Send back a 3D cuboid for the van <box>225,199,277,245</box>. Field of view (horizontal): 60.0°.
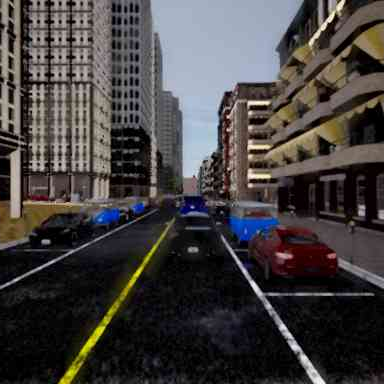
[{"bbox_3d":[2.685,1.349,15.156,1.690,1.788,3.998,0,0,0],"label":"van"}]

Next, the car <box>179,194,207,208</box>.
[{"bbox_3d":[0.058,1.241,27.818,2.150,2.045,5.566,0,0,0],"label":"car"}]

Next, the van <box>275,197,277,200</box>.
[{"bbox_3d":[16.910,1.753,59.785,3.998,1.788,1.690,1,-1,0],"label":"van"}]

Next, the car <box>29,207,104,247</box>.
[{"bbox_3d":[-5.695,1.574,15.153,1.947,1.339,4.313,0,0,0],"label":"car"}]

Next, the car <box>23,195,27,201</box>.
[{"bbox_3d":[-32.297,0.777,59.796,5.009,1.841,2.192,1,-1,0],"label":"car"}]

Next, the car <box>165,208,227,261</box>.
[{"bbox_3d":[0.059,1.508,12.296,1.837,1.490,4.892,0,-1,0],"label":"car"}]

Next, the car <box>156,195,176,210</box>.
[{"bbox_3d":[-3.092,1.508,42.668,1.882,1.535,5.008,0,0,0],"label":"car"}]

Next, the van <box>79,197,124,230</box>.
[{"bbox_3d":[-5.698,1.353,20.802,1.690,1.788,3.998,0,0,0],"label":"van"}]

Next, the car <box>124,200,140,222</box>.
[{"bbox_3d":[-5.700,1.567,26.450,2.008,1.369,4.403,0,0,0],"label":"car"}]

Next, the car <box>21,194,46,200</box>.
[{"bbox_3d":[-32.385,1.038,68.170,4.206,1.307,1.802,1,-1,0],"label":"car"}]

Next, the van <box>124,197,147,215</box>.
[{"bbox_3d":[-5.701,1.362,32.099,1.690,1.788,3.998,0,0,0],"label":"van"}]

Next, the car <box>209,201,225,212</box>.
[{"bbox_3d":[2.679,1.572,32.101,2.008,1.369,4.403,0,0,0],"label":"car"}]

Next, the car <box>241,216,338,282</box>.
[{"bbox_3d":[2.686,1.587,9.507,1.802,1.307,4.206,0,0,0],"label":"car"}]

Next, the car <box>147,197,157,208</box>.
[{"bbox_3d":[-5.707,1.477,49.045,1.967,1.590,4.097,0,0,0],"label":"car"}]

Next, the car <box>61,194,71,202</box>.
[{"bbox_3d":[-21.151,1.117,59.822,4.097,1.590,1.967,1,-1,0],"label":"car"}]

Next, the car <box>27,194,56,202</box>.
[{"bbox_3d":[-26.728,1.151,59.805,4.206,1.307,1.802,1,-1,0],"label":"car"}]
